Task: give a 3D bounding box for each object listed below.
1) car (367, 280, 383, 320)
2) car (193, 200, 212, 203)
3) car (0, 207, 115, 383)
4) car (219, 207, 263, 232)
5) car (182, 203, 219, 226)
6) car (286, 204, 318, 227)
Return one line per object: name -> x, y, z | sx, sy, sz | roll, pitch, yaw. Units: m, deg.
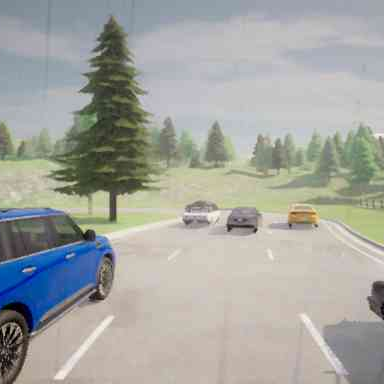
car -> 3.796, 1.569, 3.232 | 2.033, 1.411, 5.357 | 0, 0, 3
car -> 1.041, 1.721, 40.492 | 1.812, 1.442, 4.674 | 1, -1, -42
car -> -3.017, 1.244, 5.374 | 2.150, 2.045, 5.566 | 0, 0, 5
car -> 3.424, 1.654, 21.129 | 2.033, 1.411, 5.357 | 0, 0, 16
car -> 0.803, 1.720, 24.541 | 1.895, 1.301, 4.718 | 0, 0, 15
car -> 7.899, 1.604, 24.053 | 1.882, 1.535, 5.008 | 0, 0, 14
